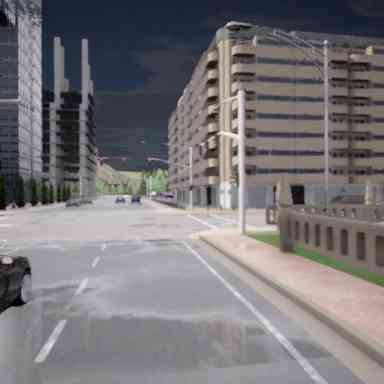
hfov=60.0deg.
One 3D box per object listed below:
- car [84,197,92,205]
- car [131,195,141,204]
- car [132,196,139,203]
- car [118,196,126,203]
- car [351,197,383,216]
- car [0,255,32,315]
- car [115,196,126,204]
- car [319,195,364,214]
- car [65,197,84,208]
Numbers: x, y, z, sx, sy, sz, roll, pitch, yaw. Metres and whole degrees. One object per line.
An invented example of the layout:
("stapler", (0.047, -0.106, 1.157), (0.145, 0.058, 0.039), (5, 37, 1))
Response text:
("car", (-22.746, 1.817, 71.641), (2.097, 1.767, 4.553), (0, 0, -10))
("car", (-13.026, 1.641, 76.978), (2.150, 2.045, 5.566), (0, 0, -10))
("car", (-14.886, 1.951, 87.548), (1.882, 1.535, 5.008), (0, 0, -10))
("car", (-18.333, 1.971, 86.940), (1.882, 1.535, 5.008), (0, 0, -10))
("car", (19.193, 1.563, 33.530), (4.902, 1.511, 2.128), (0, 0, -10))
("car", (-4.078, 1.528, 5.054), (1.882, 1.535, 5.008), (0, 0, -7))
("car", (-16.582, 1.795, 76.999), (2.097, 1.767, 4.553), (0, 0, -10))
("car", (16.733, 1.322, 36.642), (5.566, 2.045, 2.150), (0, 0, -10))
("car", (-20.070, 1.881, 56.201), (1.837, 1.490, 4.892), (0, 0, -9))
